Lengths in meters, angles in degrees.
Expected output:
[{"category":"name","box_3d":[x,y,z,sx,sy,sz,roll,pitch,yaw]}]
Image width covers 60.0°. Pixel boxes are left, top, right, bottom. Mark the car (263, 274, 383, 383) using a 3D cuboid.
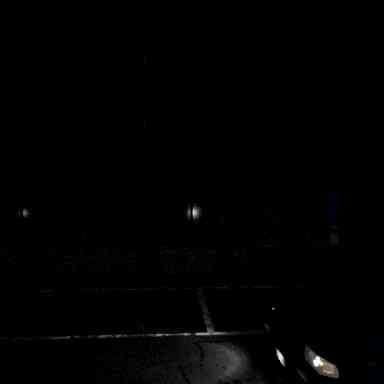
[{"category":"car","box_3d":[3.699,1.547,4.075,5.357,1.411,2.033,0,0,-4]}]
